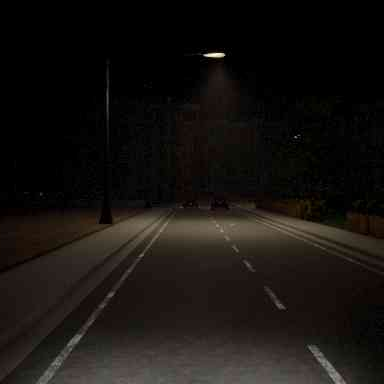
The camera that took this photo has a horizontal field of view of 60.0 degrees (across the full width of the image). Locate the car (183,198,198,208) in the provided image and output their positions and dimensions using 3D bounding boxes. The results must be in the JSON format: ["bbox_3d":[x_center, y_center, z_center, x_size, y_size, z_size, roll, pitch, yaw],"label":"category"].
[{"bbox_3d":[-0.248,1.593,47.105,1.994,1.385,4.181,0,-1,-3],"label":"car"}]

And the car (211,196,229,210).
[{"bbox_3d":[3.546,1.352,43.109,2.097,1.767,4.553,0,0,1],"label":"car"}]
